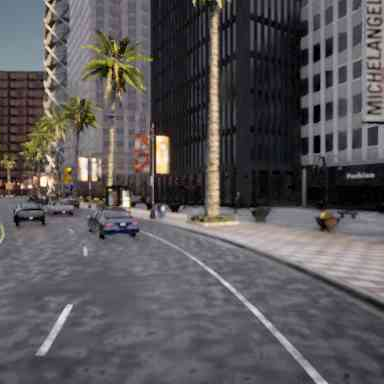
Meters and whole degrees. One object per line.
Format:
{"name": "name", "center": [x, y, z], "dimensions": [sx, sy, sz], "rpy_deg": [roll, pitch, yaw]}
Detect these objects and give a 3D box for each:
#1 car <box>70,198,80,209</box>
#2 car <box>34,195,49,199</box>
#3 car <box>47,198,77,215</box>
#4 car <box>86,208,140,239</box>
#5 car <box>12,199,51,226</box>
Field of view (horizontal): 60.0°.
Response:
{"name": "car", "center": [-16.259, 1.503, 44.443], "dimensions": [2.231, 1.521, 4.892], "rpy_deg": [0, 0, -31]}
{"name": "car", "center": [-31.233, 1.397, 69.715], "dimensions": [2.185, 1.767, 4.553], "rpy_deg": [0, 0, -31]}
{"name": "car", "center": [-13.431, 1.619, 33.803], "dimensions": [1.895, 1.301, 4.718], "rpy_deg": [0, 0, -31]}
{"name": "car", "center": [-4.331, 1.553, 17.688], "dimensions": [2.033, 1.411, 5.357], "rpy_deg": [0, 0, -26]}
{"name": "car", "center": [-11.762, 1.508, 23.940], "dimensions": [2.128, 1.511, 4.902], "rpy_deg": [0, 0, -29]}
